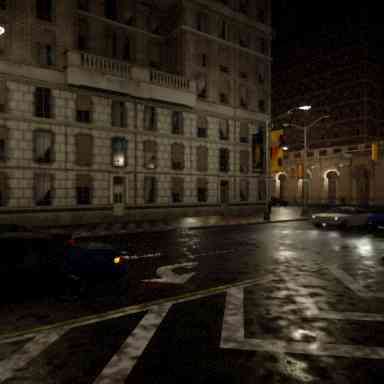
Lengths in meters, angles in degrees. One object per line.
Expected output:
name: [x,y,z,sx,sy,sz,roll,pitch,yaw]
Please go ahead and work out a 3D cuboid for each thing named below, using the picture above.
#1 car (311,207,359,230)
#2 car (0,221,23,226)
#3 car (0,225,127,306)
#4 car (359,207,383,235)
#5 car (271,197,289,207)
car: [9.554,1.600,20.892,4.718,1.301,1.895,0,0,-36]
car: [-6.114,1.546,9.464,5.357,1.411,2.033,0,0,-36]
car: [-4.037,1.547,6.630,5.357,1.411,2.033,0,0,-36]
car: [11.301,1.478,17.836,5.008,1.535,1.882,0,0,-36]
car: [12.354,1.478,50.448,1.882,1.535,5.008,0,0,-37]
